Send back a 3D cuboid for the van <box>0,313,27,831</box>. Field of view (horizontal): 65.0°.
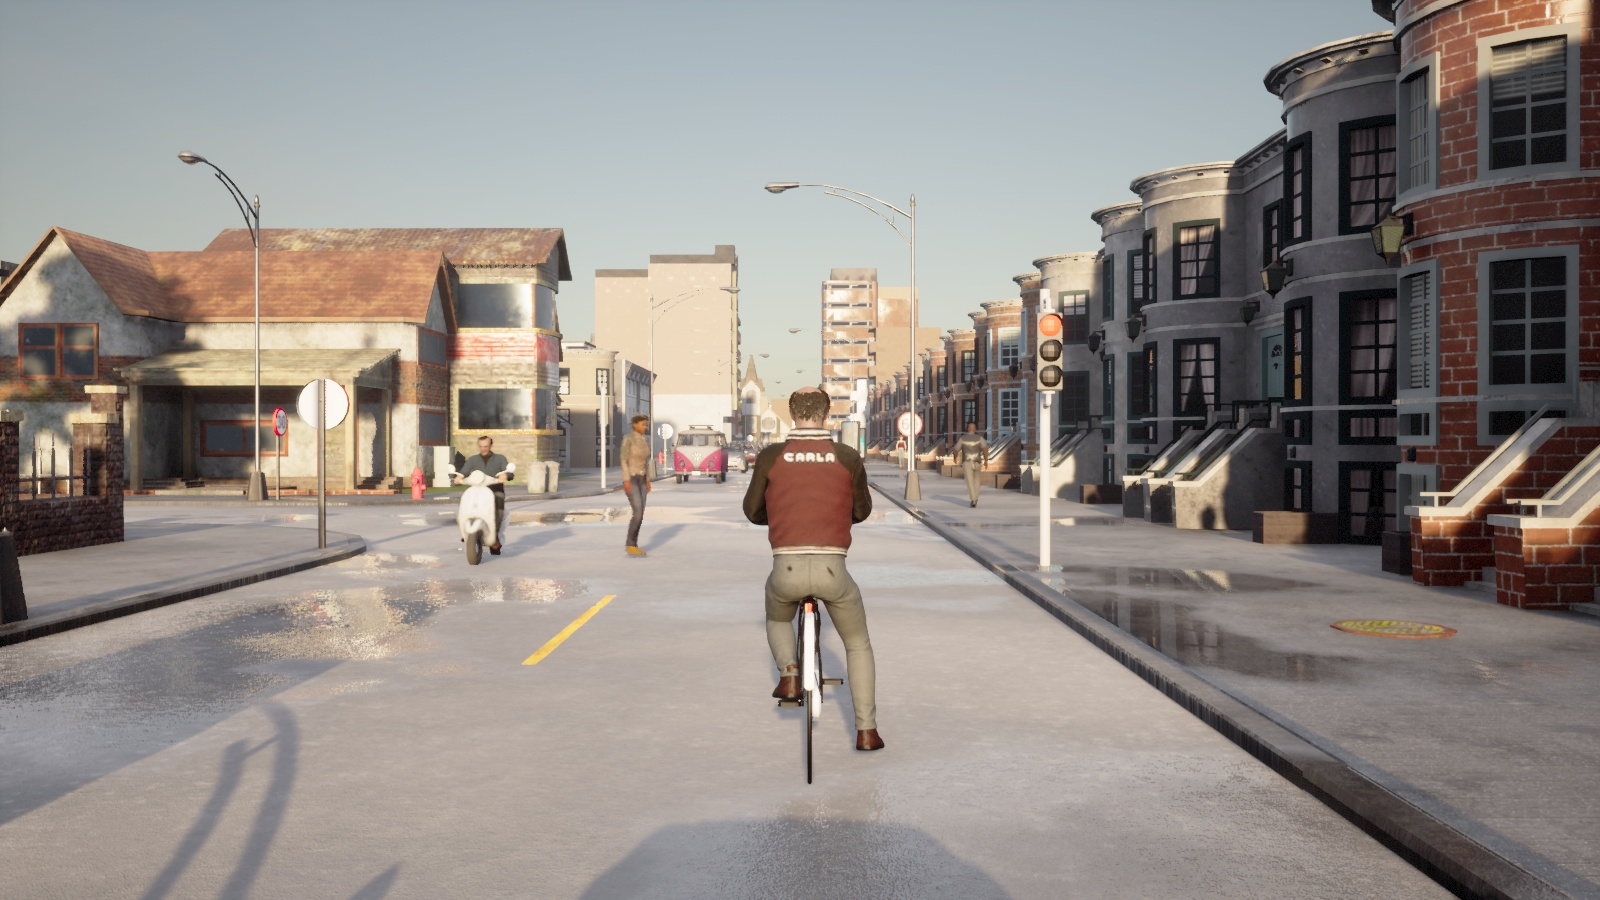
[{"bbox_3d":[-3.968,0.480,2.764,1.775,1.987,4.442,0,0,0],"label":"van"}]

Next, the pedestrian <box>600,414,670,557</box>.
[{"bbox_3d":[-2.146,0.448,16.278,0.869,1.805,0.328,0,0,28],"label":"pedestrian"}]

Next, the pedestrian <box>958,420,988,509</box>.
[{"bbox_3d":[3.727,0.306,27.096,0.563,1.883,0.849,0,0,4],"label":"pedestrian"}]

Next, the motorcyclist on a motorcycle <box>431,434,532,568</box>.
[{"bbox_3d":[-3.995,0.607,15.911,0.866,1.590,1.817,0,0,-2],"label":"motorcyclist on a motorcycle"}]

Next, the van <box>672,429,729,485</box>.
[{"bbox_3d":[-3.688,0.230,47.166,1.775,1.987,4.442,0,0,1],"label":"van"}]

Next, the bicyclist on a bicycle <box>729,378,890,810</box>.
[{"bbox_3d":[0.045,0.583,6.081,0.659,1.776,1.843,0,1,0],"label":"bicyclist on a bicycle"}]

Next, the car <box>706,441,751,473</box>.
[{"bbox_3d":[-3.579,0.332,63.494,2.007,1.525,4.514,0,0,0],"label":"car"}]

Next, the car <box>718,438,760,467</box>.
[{"bbox_3d":[-3.512,0.108,73.392,2.152,1.651,5.027,0,0,0],"label":"car"}]

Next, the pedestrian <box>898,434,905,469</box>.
[{"bbox_3d":[5.412,0.082,67.035,0.345,1.836,0.594,0,0,1],"label":"pedestrian"}]
